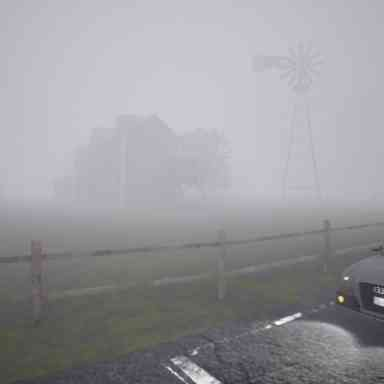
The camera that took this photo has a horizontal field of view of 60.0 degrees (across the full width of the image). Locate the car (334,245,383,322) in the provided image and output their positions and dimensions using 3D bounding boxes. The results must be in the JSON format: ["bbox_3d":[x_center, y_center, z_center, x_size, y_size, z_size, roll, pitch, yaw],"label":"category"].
[{"bbox_3d":[4.616,1.536,6.344,4.181,1.385,1.994,0,0,-35],"label":"car"}]
